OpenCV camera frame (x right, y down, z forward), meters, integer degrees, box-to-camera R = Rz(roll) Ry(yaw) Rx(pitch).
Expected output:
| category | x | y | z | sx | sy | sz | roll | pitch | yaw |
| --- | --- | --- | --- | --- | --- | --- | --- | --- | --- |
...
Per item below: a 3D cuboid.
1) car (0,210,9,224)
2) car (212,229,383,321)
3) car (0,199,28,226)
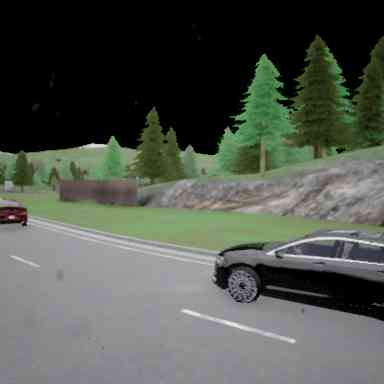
| category | x | y | z | sx | sy | sz | roll | pitch | yaw |
| --- | --- | --- | --- | --- | --- | --- | --- | --- | --- |
| car | -7.674 | 1.317 | 10.617 | 4.674 | 1.442 | 1.812 | 1 | 1 | 45 |
| car | 2.714 | 1.466 | 6.365 | 4.902 | 1.511 | 2.128 | 1 | 1 | 36 |
| car | -11.090 | 1.136 | 19.203 | 1.882 | 1.535 | 5.008 | 0 | 1 | -43 |
